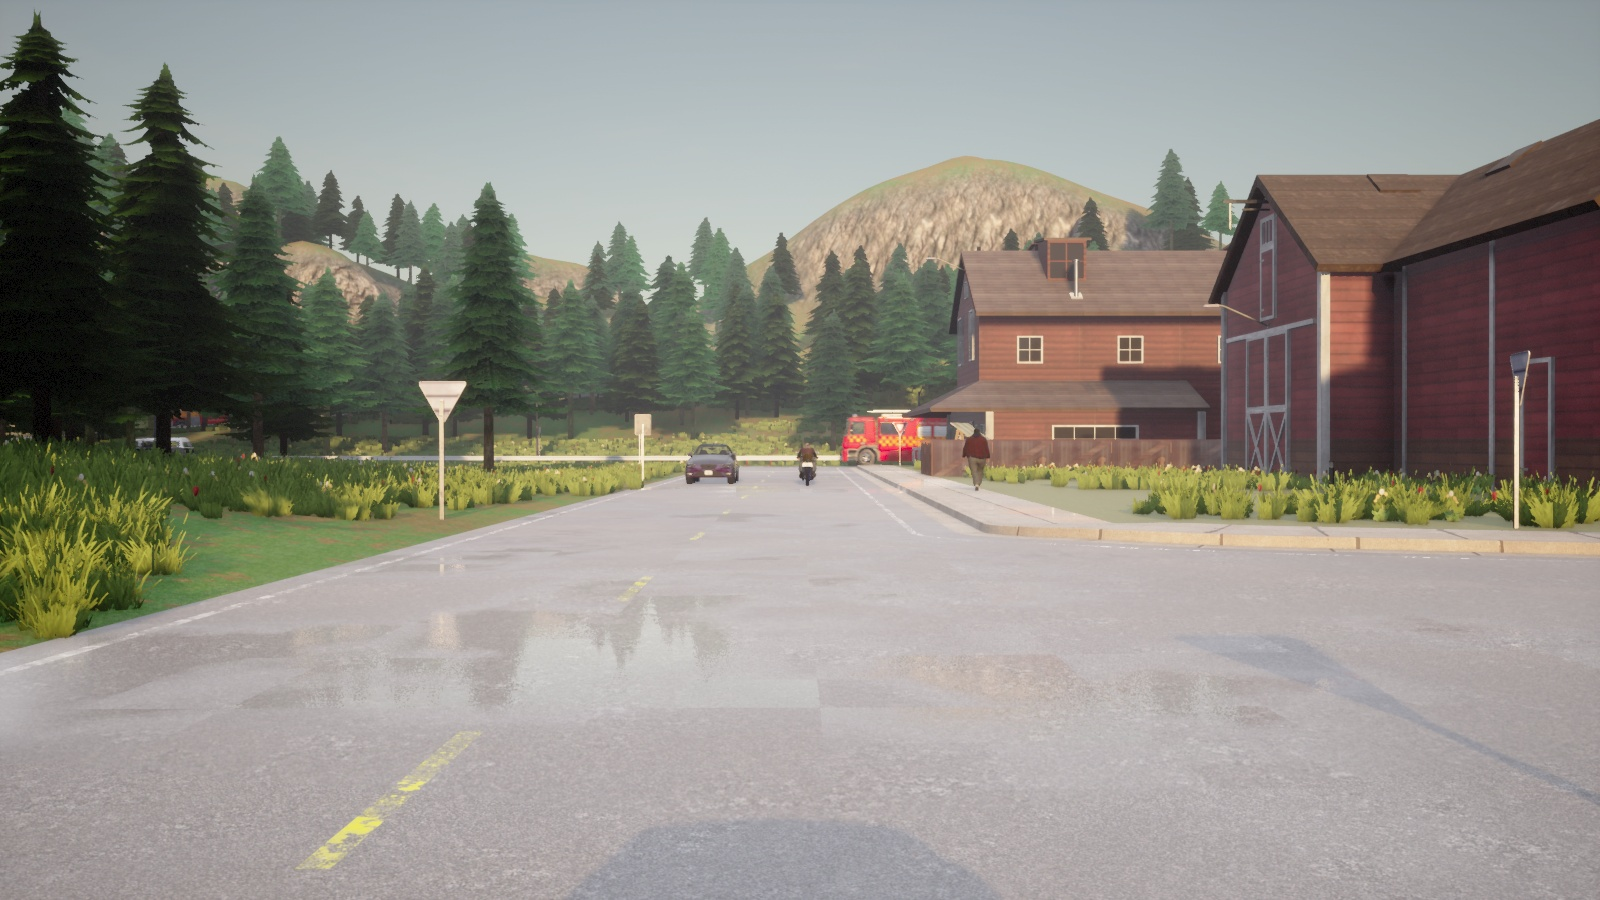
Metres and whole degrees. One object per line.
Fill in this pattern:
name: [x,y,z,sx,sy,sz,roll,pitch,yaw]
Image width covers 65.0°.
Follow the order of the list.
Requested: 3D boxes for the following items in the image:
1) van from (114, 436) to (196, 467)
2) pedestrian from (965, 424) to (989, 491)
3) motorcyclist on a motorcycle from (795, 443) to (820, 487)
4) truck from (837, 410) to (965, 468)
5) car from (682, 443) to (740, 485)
van: [-43.582,0.095,84.916,4.480,2.038,2.069,0,0,0]
pedestrian: [4.967,0.207,35.265,0.634,1.844,0.899,0,0,5]
motorcyclist on a motorcycle: [0.263,0.529,44.838,0.866,1.530,2.191,0,0,0]
truck: [6.755,-0.761,84.816,8.468,3.827,2.891,0,0,2]
car: [-3.228,0.496,46.363,1.816,1.474,4.193,0,0,0]
